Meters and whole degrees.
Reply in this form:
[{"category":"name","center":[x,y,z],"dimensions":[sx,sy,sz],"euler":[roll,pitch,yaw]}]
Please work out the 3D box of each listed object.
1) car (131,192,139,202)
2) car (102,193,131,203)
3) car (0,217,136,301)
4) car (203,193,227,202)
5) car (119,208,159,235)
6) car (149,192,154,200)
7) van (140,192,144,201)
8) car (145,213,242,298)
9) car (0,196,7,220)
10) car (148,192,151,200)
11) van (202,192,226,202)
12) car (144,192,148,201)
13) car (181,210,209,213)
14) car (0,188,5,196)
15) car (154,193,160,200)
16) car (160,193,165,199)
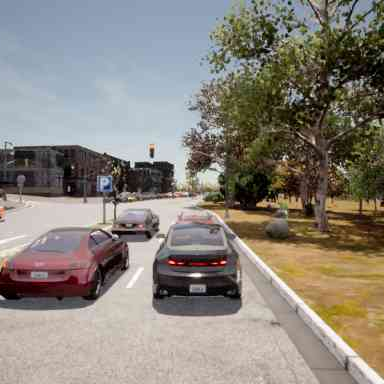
[{"category":"car","center":[-13.812,1.315,65.796],"dimensions":[5.366,1.575,1.946],"euler":[-1,0,-15]},{"category":"car","center":[-14.456,1.358,62.804],"dimensions":[4.792,1.488,2.163],"euler":[-1,0,-15]},{"category":"car","center":[-2.903,1.574,8.434],"dimensions":[1.994,1.385,4.181],"euler":[0,0,1]},{"category":"car","center":[4.654,1.141,68.372],"dimensions":[4.553,1.767,2.185],"euler":[1,0,-14]},{"category":"car","center":[-2.848,1.572,17.654],"dimensions":[2.033,1.411,5.357],"euler":[0,0,1]},{"category":"car","center":[-12.283,1.359,80.756],"dimensions":[4.674,1.452,2.002],"euler":[-1,0,-13]},{"category":"van","center":[-13.254,1.093,71.788],"dimensions":[4.442,1.987,1.878],"euler":[-1,0,-14]},{"category":"car","center":[0.107,1.515,8.481],"dimensions":[1.837,1.490,4.892],"euler":[0,0,0]},{"category":"car","center":[-16.632,1.404,24.997],"dimensions":[4.553,1.767,2.185],"euler":[-1,0,-19]},{"category":"car","center":[-12.655,1.359,77.755],"dimensions":[4.674,1.452,2.002],"euler":[-1,0,-13]},{"category":"van","center":[4.271,1.043,65.402],"dimensions":[4.442,1.987,1.878],"euler":[1,0,-14]},{"category":"car","center":[-13.027,1.321,74.759],"dimensions":[4.892,1.521,2.231],"euler":[-1,0,-14]},{"category":"car","center":[0.155,1.625,17.749],"dimensions":[1.895,1.301,4.718],"euler":[0,0,0]},{"category":"car","center":[-31.175,0.137,53.669],"dimensions":[2.002,1.452,4.674],"euler":[6,-3,-19]},{"category":"car","center":[-11.469,1.357,86.739],"dimensions":[4.674,1.452,2.002],"euler":[-1,0,-12]},{"category":"car","center":[-11.019,1.065,89.745],"dimensions":[5.566,2.045,2.435],"euler":[-1,0,-12]}]
